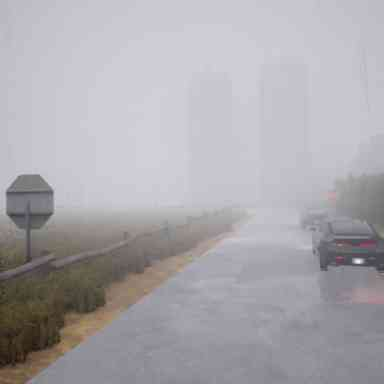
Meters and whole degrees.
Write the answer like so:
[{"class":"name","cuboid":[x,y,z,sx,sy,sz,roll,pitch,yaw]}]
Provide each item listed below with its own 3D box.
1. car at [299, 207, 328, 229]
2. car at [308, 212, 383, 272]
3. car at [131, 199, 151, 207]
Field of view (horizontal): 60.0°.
[{"class":"car","cuboid":[8.681,1.796,23.550,1.812,1.442,4.674,-1,-1,16]},{"class":"car","cuboid":[5.216,1.660,11.409,1.837,1.490,4.892,-1,-1,16]},{"class":"car","cuboid":[-13.147,2.853,83.920,4.611,1.667,2.242,-1,-1,15]}]
